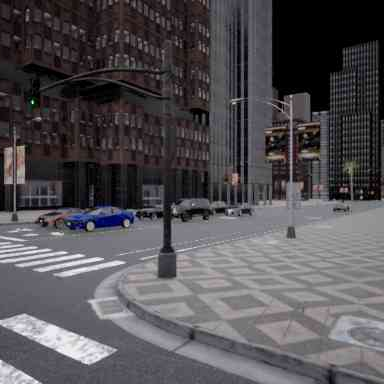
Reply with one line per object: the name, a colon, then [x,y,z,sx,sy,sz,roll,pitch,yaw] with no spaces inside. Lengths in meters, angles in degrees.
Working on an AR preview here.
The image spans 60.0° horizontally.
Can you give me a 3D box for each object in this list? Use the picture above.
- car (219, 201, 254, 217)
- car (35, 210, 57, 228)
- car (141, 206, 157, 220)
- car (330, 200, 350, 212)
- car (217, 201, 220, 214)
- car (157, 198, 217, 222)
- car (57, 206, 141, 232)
car: [5.612,2.025,38.935,2.128,1.511,4.902,0,-1,35]
car: [-8.951,1.793,23.922,1.994,1.385,4.181,0,-1,36]
car: [-3.281,1.972,31.975,1.895,1.301,4.718,0,-1,35]
car: [24.183,2.429,53.678,2.033,1.411,5.357,0,-1,34]
car: [2.542,1.871,40.226,2.097,1.767,4.553,0,-1,35]
car: [-0.312,1.605,30.543,2.150,2.045,5.566,0,-1,35]
car: [-6.086,1.716,22.350,1.882,1.535,5.008,0,-1,35]
